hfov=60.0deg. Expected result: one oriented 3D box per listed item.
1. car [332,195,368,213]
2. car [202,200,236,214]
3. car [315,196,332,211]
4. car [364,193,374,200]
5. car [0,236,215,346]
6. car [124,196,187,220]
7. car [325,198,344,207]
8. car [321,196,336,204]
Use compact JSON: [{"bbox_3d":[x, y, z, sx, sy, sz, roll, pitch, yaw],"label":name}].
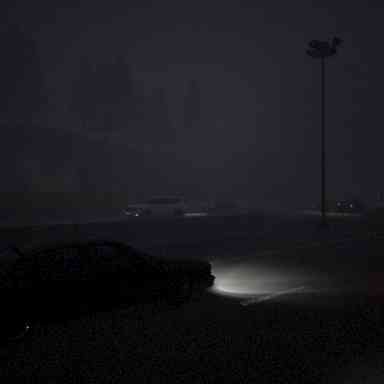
[{"bbox_3d":[18.855,1.526,39.602,2.097,1.767,4.553,0,0,43],"label":"car"},{"bbox_3d":[3.253,1.718,38.616,4.674,1.442,1.812,1,-1,-44],"label":"car"},{"bbox_3d":[17.883,1.674,43.780,1.882,1.535,5.008,0,0,42],"label":"car"},{"bbox_3d":[41.352,1.310,77.890,2.150,2.045,5.566,0,0,28],"label":"car"},{"bbox_3d":[-2.099,1.585,6.426,5.357,1.411,2.033,0,0,-36],"label":"car"},{"bbox_3d":[-2.976,1.372,28.311,5.566,2.045,2.150,0,0,-40],"label":"car"},{"bbox_3d":[24.887,1.760,57.979,1.837,1.490,4.892,0,0,37],"label":"car"},{"bbox_3d":[28.632,1.642,69.714,2.097,1.767,4.553,0,0,33],"label":"car"}]
